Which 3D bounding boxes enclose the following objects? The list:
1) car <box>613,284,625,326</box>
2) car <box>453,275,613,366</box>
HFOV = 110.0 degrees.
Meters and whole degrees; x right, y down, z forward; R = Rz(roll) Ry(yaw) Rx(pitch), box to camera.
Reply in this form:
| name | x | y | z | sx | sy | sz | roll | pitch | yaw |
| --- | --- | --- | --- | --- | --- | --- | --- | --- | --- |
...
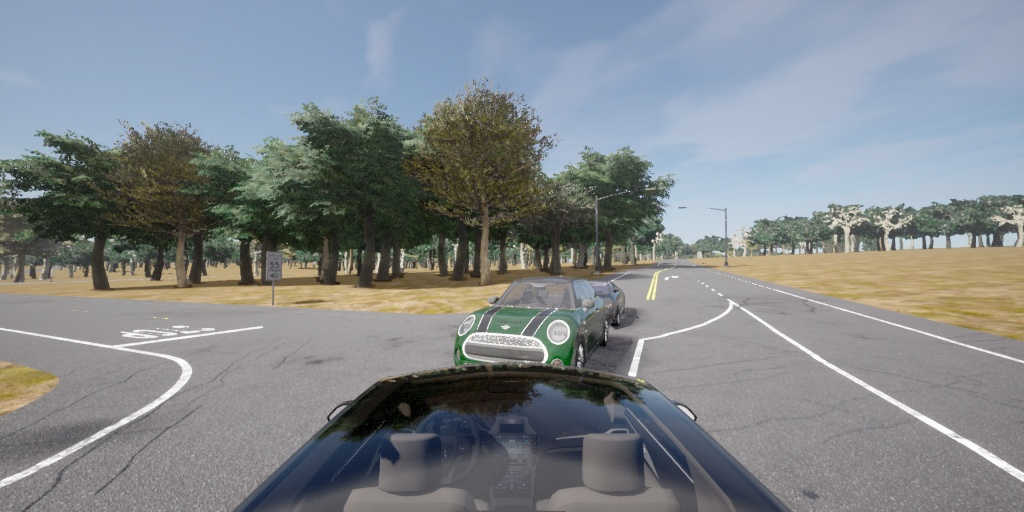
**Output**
| name | x | y | z | sx | sy | sz | roll | pitch | yaw |
| --- | --- | --- | --- | --- | --- | --- | --- | --- | --- |
| car | 2.912 | 1.555 | 12.880 | 1.994 | 1.385 | 4.181 | -2 | 0 | 22 |
| car | 0.685 | 1.222 | 7.448 | 2.097 | 1.767 | 4.553 | -1 | -2 | 22 |
